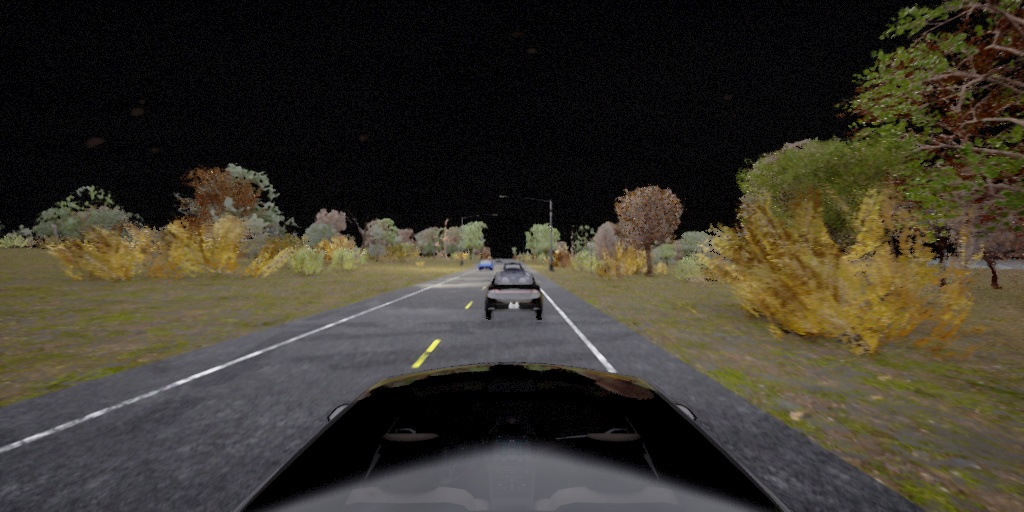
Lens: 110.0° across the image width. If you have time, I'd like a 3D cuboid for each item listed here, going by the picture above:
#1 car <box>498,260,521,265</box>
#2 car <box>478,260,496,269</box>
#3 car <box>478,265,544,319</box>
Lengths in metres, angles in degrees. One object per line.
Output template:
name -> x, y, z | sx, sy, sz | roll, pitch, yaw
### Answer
car -> 0.067, 1.283, 28.128 | 1.837, 1.490, 4.892 | 0, 0, 0
car -> -3.589, 1.287, 49.661 | 1.882, 1.535, 5.008 | 0, 0, 0
car -> 0.067, 1.253, 12.844 | 2.128, 1.511, 4.902 | 0, 0, 0
